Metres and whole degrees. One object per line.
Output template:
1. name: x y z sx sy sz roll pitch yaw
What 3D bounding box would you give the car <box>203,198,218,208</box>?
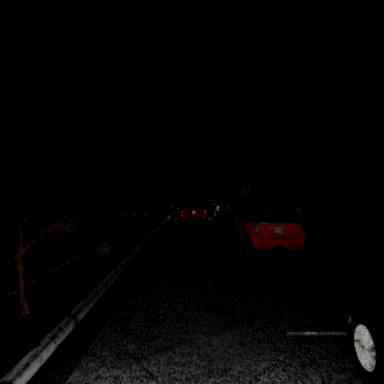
1. car: 2.874 1.758 52.295 2.002 1.452 4.674 0 -1 -1

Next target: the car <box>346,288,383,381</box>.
1. car: 2.998 1.486 2.581 2.231 1.521 4.892 0 0 0

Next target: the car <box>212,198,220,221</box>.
1. car: 2.996 1.451 30.288 2.185 1.767 4.553 0 0 0

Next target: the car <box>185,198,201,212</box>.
1. car: 0.084 1.632 42.923 1.882 1.535 5.008 0 0 0

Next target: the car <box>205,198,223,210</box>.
1. car: 2.987 1.663 46.749 2.231 1.521 4.892 0 0 0

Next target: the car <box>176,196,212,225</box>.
1. car: 0.116 1.414 24.853 2.097 1.767 4.553 1 0 0

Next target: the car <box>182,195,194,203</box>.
1. car: -1.254 1.955 91.031 2.435 2.045 5.566 0 -1 -10

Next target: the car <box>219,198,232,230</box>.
1. car: 2.996 1.405 19.119 2.185 1.767 4.553 0 0 0

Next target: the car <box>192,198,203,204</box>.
1. car: 1.214 2.001 74.546 2.002 1.452 4.674 0 -1 -6

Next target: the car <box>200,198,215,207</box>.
1. car: 2.642 1.779 57.839 2.097 1.535 5.008 0 -1 -2

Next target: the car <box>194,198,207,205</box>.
1. car: 1.797 1.931 69.058 2.163 1.488 4.792 0 -1 -5

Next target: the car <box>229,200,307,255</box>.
1. car: 2.996 1.386 13.598 2.185 1.767 4.553 0 0 0

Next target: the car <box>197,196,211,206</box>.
1. car: 2.293 1.713 63.353 2.185 1.767 4.553 0 -1 -4
